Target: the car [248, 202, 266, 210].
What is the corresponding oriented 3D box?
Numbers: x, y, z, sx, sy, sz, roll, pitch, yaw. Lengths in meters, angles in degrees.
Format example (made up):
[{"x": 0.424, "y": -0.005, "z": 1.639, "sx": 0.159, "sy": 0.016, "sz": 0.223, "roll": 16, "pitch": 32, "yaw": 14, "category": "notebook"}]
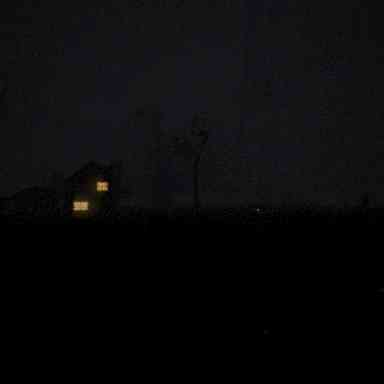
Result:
[{"x": 12.525, "y": 2.700, "z": 64.055, "sx": 1.837, "sy": 1.490, "sz": 4.892, "roll": 1, "pitch": -1, "yaw": -15, "category": "car"}]
